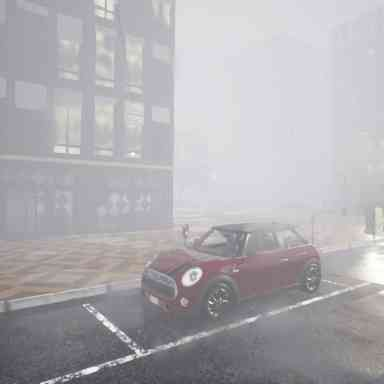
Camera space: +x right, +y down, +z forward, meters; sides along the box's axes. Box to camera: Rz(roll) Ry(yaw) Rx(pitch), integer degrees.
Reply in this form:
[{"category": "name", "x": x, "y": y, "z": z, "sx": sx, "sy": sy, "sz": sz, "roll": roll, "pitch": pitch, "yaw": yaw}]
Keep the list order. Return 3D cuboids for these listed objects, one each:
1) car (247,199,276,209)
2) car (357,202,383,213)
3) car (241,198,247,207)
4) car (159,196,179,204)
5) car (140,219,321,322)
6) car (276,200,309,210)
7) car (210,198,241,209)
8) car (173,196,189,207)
[{"category": "car", "x": 11.154, "y": 1.800, "z": 51.482, "sx": 1.887, "sy": 1.381, "sz": 4.507, "roll": 1, "pitch": -1, "yaw": -35}, {"category": "car", "x": 20.995, "y": 1.730, "z": 37.606, "sx": 1.947, "sy": 1.339, "sz": 4.313, "roll": 1, "pitch": -1, "yaw": -35}, {"category": "car", "x": 7.873, "y": 1.726, "z": 56.108, "sx": 1.967, "sy": 1.590, "sz": 4.097, "roll": 1, "pitch": -1, "yaw": -35}, {"category": "car", "x": -5.249, "y": 1.725, "z": 74.611, "sx": 2.192, "sy": 1.841, "sz": 5.009, "roll": 1, "pitch": -1, "yaw": -35}, {"category": "car", "x": 0.932, "y": 1.442, "z": 7.218, "sx": 4.097, "sy": 1.590, "sz": 1.967, "roll": 0, "pitch": 1, "yaw": -36}, {"category": "car", "x": 14.434, "y": 1.807, "z": 46.856, "sx": 1.802, "sy": 1.307, "sz": 4.206, "roll": 1, "pitch": -1, "yaw": -35}, {"category": "car", "x": 4.315, "y": 1.678, "z": 46.638, "sx": 2.008, "sy": 1.369, "sz": 4.403, "roll": 1, "pitch": -1, "yaw": -35}, {"category": "car", "x": -2.246, "y": 1.733, "z": 55.889, "sx": 1.887, "sy": 1.381, "sz": 4.507, "roll": 1, "pitch": -1, "yaw": -35}]
